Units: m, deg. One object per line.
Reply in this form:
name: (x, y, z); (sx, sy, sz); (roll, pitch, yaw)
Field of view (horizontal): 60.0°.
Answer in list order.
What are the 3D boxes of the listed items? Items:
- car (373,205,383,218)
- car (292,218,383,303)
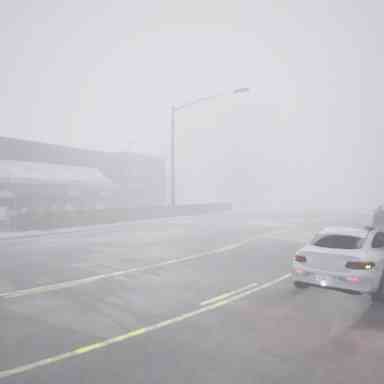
car: (12.901, 1.574, 21.551); (2.128, 1.511, 4.902); (0, 0, 33)
car: (4.038, 1.563, 8.367); (1.812, 1.442, 4.674); (0, -1, 39)
